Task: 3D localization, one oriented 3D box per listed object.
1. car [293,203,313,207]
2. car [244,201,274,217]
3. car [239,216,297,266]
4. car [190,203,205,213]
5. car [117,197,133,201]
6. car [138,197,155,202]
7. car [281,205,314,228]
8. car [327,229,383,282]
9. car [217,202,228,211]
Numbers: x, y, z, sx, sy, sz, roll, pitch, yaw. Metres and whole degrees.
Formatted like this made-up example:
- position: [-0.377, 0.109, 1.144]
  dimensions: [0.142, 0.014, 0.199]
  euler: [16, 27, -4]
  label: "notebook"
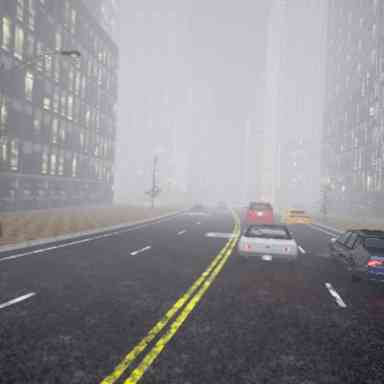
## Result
- position: [27.027, 3.603, 81.079]
  dimensions: [5.009, 1.841, 2.192]
  euler: [3, 0, 6]
  label: "car"
- position: [5.464, 1.788, 27.285]
  dimensions: [2.150, 2.045, 5.566]
  euler: [2, 0, 9]
  label: "car"
- position: [2.924, 1.888, 12.947]
  dimensions: [1.895, 1.301, 4.718]
  euler: [2, -1, 12]
  label: "car"
- position: [0.825, 2.156, 45.788]
  dimensions: [1.994, 1.385, 4.181]
  euler: [2, -1, 5]
  label: "car"
- position: [-17.284, 1.700, 85.929]
  dimensions: [4.206, 1.307, 1.802]
  euler: [3, 0, 7]
  label: "car"
- position: [-11.644, 1.961, 85.262]
  dimensions: [4.313, 1.339, 1.947]
  euler: [3, 0, 7]
  label: "car"
- position: [8.987, 2.212, 29.109]
  dimensions: [1.882, 1.535, 5.008]
  euler: [2, 0, 8]
  label: "car"
- position: [5.760, 1.931, 10.714]
  dimensions: [2.033, 1.411, 5.357]
  euler: [2, -1, 13]
  label: "car"
- position: [5.182, 2.447, 56.889]
  dimensions: [2.033, 1.411, 5.357]
  euler: [2, -1, 6]
  label: "car"
